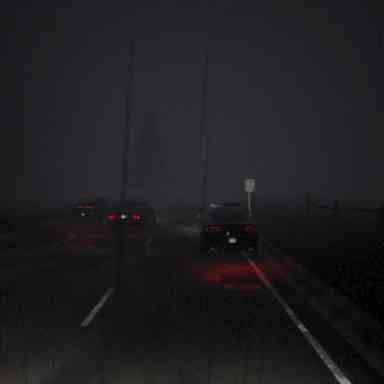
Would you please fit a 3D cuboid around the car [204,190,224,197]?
[{"bbox_3d":[4.771,0.251,72.406,1.895,1.301,4.718,-1,1,-38],"label":"car"}]

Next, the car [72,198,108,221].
[{"bbox_3d":[-6.510,1.119,22.711,2.128,1.511,4.902,0,1,3],"label":"car"}]

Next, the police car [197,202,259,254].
[{"bbox_3d":[1.226,1.217,12.640,1.930,1.638,5.238,0,1,0],"label":"police car"}]

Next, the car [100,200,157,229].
[{"bbox_3d":[-3.242,1.237,18.859,2.033,1.411,5.357,0,1,3],"label":"car"}]

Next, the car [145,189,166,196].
[{"bbox_3d":[-8.865,0.021,80.684,4.892,1.490,1.837,0,1,2],"label":"car"}]
